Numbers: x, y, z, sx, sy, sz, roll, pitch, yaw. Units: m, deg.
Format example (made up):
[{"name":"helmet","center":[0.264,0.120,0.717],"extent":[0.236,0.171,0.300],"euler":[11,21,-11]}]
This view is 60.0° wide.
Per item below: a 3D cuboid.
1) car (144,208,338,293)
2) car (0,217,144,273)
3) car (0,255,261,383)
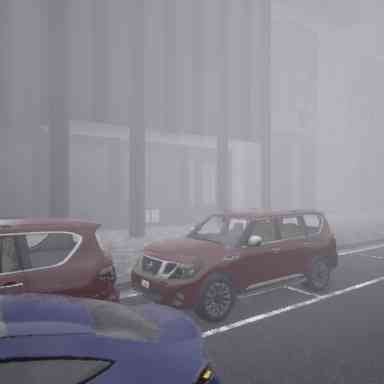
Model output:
[{"name":"car","center":[1.210,1.314,7.393],"extent":[5.009,1.841,2.192],"euler":[0,0,-35]},{"name":"car","center":[-3.382,1.315,4.118],"extent":[5.009,1.841,2.192],"euler":[0,0,-35]},{"name":"car","center":[-1.904,1.526,2.022],"extent":[4.674,1.442,1.812],"euler":[0,0,-35]}]
